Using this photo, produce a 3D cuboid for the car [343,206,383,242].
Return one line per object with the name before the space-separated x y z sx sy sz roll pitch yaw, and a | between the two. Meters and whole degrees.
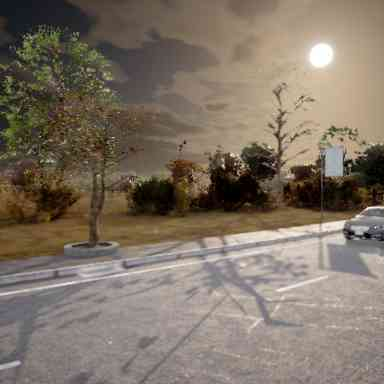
car | 8.800 1.426 15.358 4.902 1.511 2.128 0 0 -40
